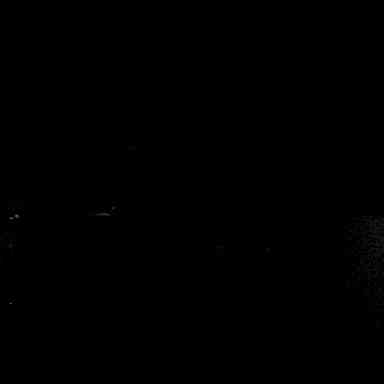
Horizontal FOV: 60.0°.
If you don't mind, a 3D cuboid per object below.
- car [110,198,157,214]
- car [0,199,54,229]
[{"bbox_3d":[-5.195,1.192,29.804,4.181,1.385,1.994,0,1,-38],"label":"car"},{"bbox_3d":[-9.910,1.203,19.512,1.882,1.535,5.008,0,1,1],"label":"car"}]
